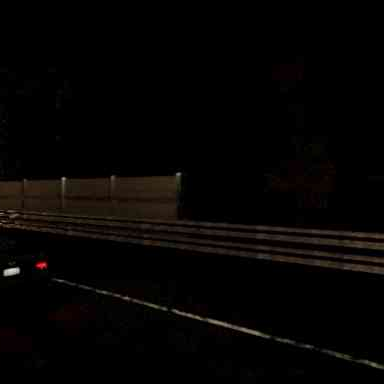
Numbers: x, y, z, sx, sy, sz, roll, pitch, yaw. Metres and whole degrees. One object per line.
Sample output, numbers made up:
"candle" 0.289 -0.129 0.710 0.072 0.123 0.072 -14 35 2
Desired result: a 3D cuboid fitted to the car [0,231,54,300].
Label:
"car" -5.381 1.532 7.680 5.357 1.411 2.033 0 0 36
